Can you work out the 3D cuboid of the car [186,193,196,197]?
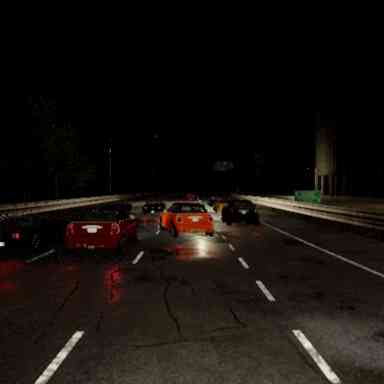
[{"bbox_3d":[-0.210,1.120,61.370,1.812,1.442,4.674,0,1,1],"label":"car"}]

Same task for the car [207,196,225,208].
[{"bbox_3d":[3.236,1.303,45.310,2.033,1.411,5.357,0,1,0],"label":"car"}]

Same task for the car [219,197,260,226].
[{"bbox_3d":[3.310,1.329,23.336,2.097,1.767,4.553,0,1,0],"label":"car"}]

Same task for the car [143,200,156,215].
[{"bbox_3d":[-3.632,1.483,32.867,1.895,1.301,4.718,0,1,0],"label":"car"}]

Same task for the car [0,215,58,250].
[{"bbox_3d":[-7.029,1.625,14.428,1.895,1.301,4.718,0,0,0],"label":"car"}]

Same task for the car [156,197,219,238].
[{"bbox_3d":[-0.407,1.364,18.273,2.097,1.767,4.553,0,0,-16],"label":"car"}]

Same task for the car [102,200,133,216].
[{"bbox_3d":[-7.130,1.489,32.255,1.895,1.301,4.718,0,1,0],"label":"car"}]

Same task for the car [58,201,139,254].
[{"bbox_3d":[-3.521,1.377,13.782,2.097,1.767,4.553,0,0,0],"label":"car"}]

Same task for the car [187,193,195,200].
[{"bbox_3d":[-0.238,0.968,76.260,1.812,1.442,4.674,0,1,0],"label":"car"}]

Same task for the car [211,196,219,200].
[{"bbox_3d":[3.260,1.321,34.528,1.801,1.575,5.366,0,1,0],"label":"car"}]
